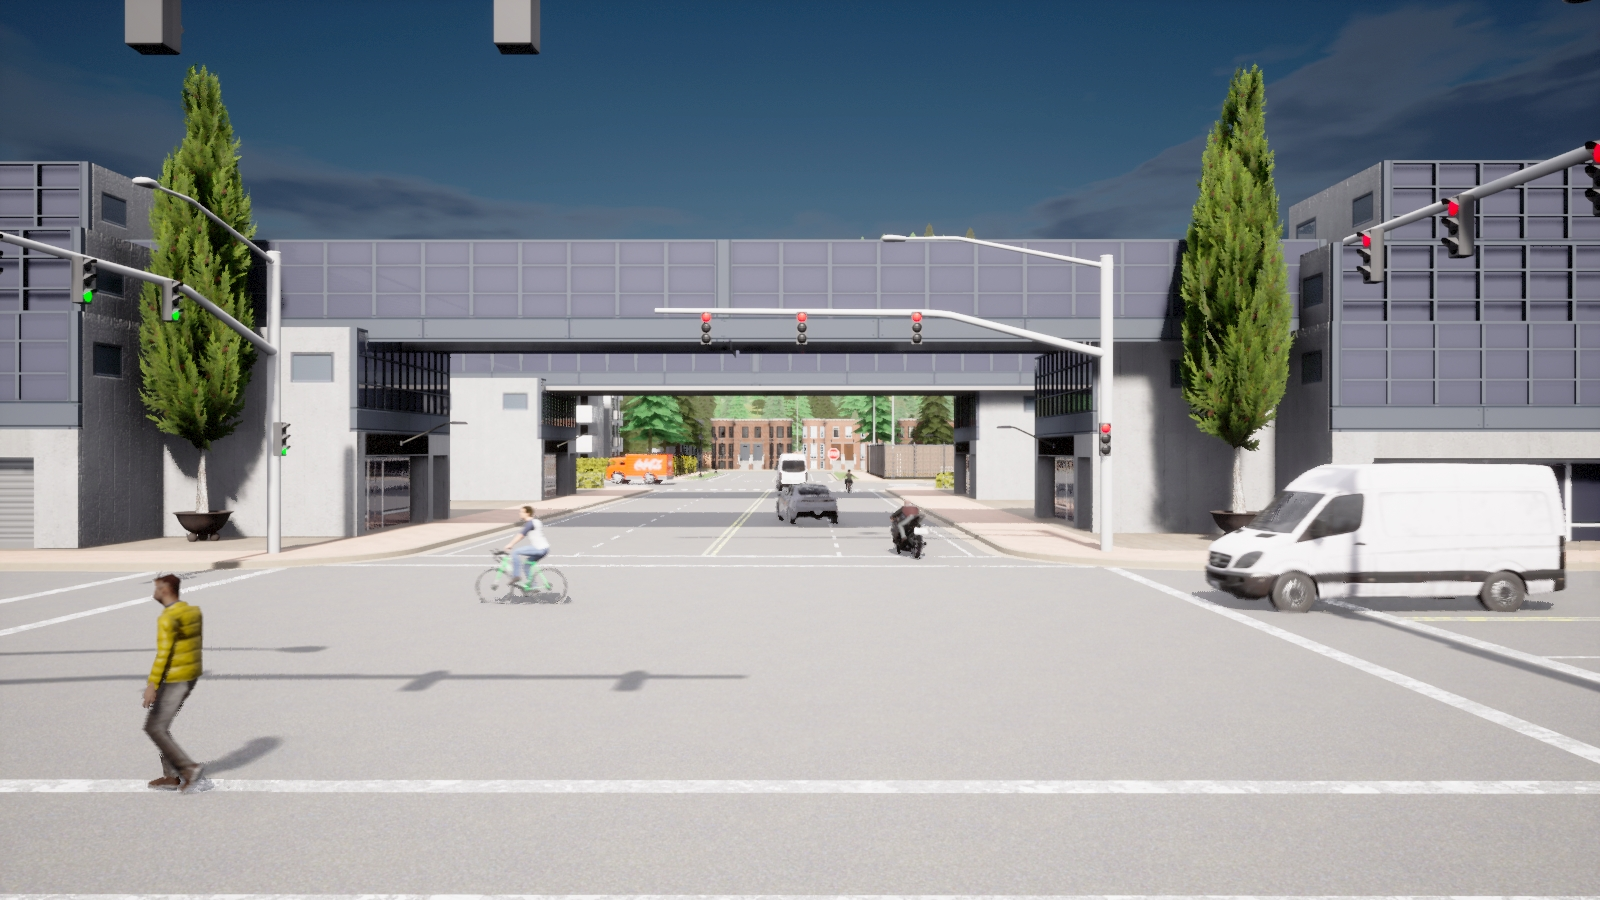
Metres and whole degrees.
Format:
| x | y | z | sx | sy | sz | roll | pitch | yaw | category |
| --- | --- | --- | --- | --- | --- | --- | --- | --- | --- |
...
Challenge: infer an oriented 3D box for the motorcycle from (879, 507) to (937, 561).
| x | y | z | sx | sy | sz | roll | pitch | yaw | category |
| --- | --- | --- | --- | --- | --- | --- | --- | --- | --- |
| 2.835 | 2.205 | 30.202 | 0.867 | 1.251 | 2.209 | 2 | -1 | -12 | motorcycle |

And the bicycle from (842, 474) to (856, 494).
| x | y | z | sx | sy | sz | roll | pitch | yaw | category |
| --- | --- | --- | --- | --- | --- | --- | --- | --- | --- |
| 3.105 | 2.158 | 72.550 | 0.859 | 1.276 | 1.487 | 0 | 0 | 0 | bicycle |

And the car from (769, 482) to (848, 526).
| x | y | z | sx | sy | sz | roll | pitch | yaw | category |
| --- | --- | --- | --- | --- | --- | --- | --- | --- | --- |
| 0.263 | 2.061 | 44.518 | 2.231 | 1.480 | 4.892 | 0 | 0 | -10 | car |

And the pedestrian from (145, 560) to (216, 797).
| x | y | z | sx | sy | sz | roll | pitch | yaw | category |
| --- | --- | --- | --- | --- | --- | --- | --- | --- | --- |
| -5.063 | 1.849 | 9.348 | 0.375 | 1.860 | 0.375 | 0 | 0 | 1 | pedestrian |

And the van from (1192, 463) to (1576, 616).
| x | y | z | sx | sy | sz | roll | pitch | yaw | category |
| --- | --- | --- | --- | --- | --- | --- | --- | --- | --- |
| 10.337 | 1.534 | 20.511 | 5.915 | 2.561 | 1.988 | 0 | 0 | -2 | van |
